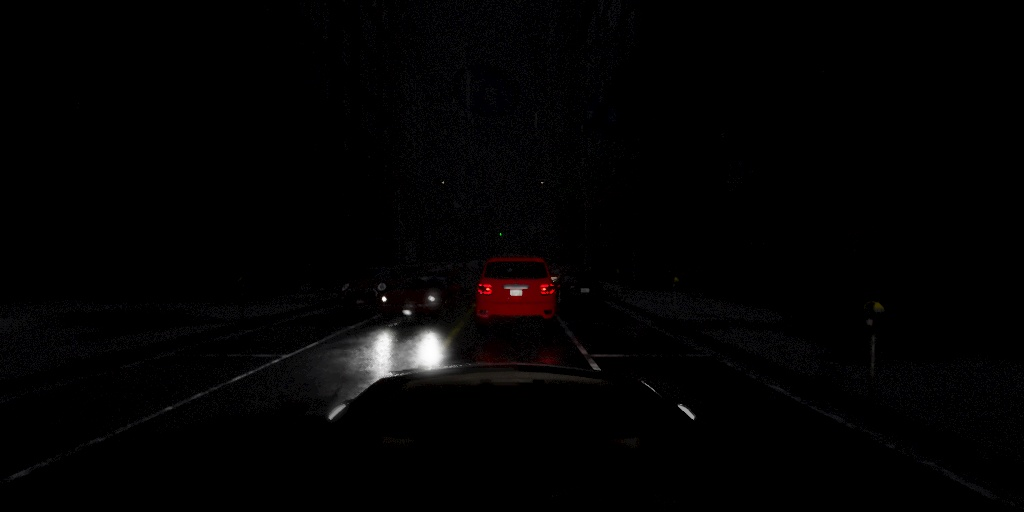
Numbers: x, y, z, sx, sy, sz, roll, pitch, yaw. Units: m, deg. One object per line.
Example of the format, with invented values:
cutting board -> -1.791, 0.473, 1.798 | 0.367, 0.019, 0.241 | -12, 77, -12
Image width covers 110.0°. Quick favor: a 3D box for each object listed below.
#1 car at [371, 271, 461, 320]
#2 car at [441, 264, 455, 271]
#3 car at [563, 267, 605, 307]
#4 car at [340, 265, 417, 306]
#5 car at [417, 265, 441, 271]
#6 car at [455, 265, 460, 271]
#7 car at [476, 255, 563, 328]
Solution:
car -> -3.088, 1.369, 12.826 | 1.895, 1.301, 4.718 | 0, 0, 0
car -> -5.747, 1.344, 26.587 | 2.007, 1.370, 4.403 | 0, 0, 0
car -> 2.771, 1.339, 15.571 | 1.948, 1.339, 4.313 | 0, 0, 0
car -> -5.755, 1.213, 15.577 | 1.967, 1.591, 4.097 | 0, 0, 0
car -> -5.751, 1.349, 21.082 | 1.948, 1.339, 4.313 | 0, 0, 0
car -> -5.743, 1.349, 32.092 | 1.888, 1.381, 4.507 | 0, 0, 0
car -> 0.109, 0.990, 11.551 | 2.150, 2.045, 5.566 | 0, 0, 0
